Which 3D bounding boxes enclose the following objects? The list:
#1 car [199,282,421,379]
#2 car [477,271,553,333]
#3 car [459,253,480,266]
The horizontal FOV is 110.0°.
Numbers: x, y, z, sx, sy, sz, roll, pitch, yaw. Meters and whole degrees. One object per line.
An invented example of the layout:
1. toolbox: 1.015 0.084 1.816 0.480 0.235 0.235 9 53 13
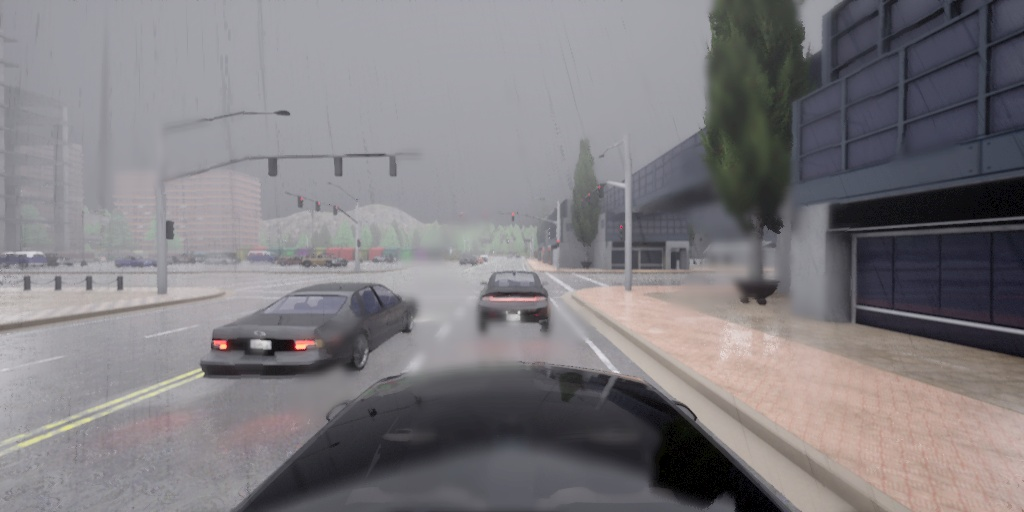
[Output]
1. car: -3.437 1.254 7.450 2.033 1.411 5.357 0 0 0
2. car: 0.069 1.176 10.479 2.128 1.511 4.902 0 0 0
3. car: -6.966 0.557 57.518 2.150 2.045 5.566 0 0 2
